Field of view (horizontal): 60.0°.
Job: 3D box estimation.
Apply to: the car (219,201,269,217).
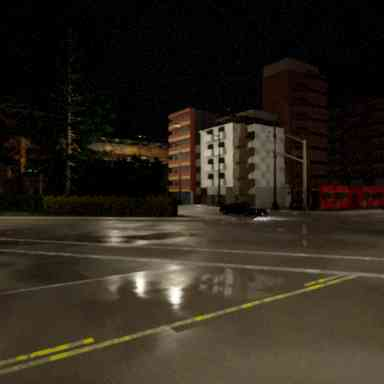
[{"bbox_3d":[4.843,1.620,32.175,2.033,1.411,5.357,0,0,-35],"label":"car"}]
